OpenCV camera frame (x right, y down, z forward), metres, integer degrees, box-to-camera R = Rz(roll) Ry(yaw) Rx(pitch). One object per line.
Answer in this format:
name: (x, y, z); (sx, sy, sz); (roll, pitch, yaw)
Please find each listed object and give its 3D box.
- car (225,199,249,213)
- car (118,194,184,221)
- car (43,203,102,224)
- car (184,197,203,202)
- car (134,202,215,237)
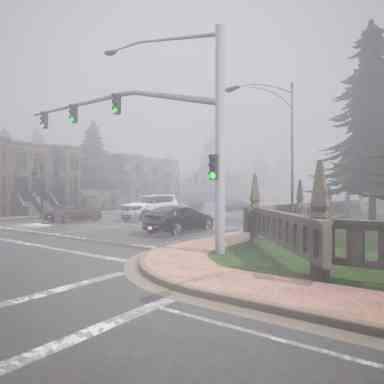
car: (4.565, 1.547, 37.821); (2.033, 1.411, 5.357); (0, 0, 36)
car: (-3.349, 1.221, 26.842); (2.150, 2.045, 5.566); (0, 0, 35)
car: (-8.902, 1.563, 25.072); (1.994, 1.385, 4.181); (0, 0, 36)
car: (-0.535, 1.350, 36.749); (2.097, 1.767, 4.553); (0, 0, 36)
car: (-0.665, 1.513, 18.372); (1.837, 1.490, 4.892); (0, 0, 35)
